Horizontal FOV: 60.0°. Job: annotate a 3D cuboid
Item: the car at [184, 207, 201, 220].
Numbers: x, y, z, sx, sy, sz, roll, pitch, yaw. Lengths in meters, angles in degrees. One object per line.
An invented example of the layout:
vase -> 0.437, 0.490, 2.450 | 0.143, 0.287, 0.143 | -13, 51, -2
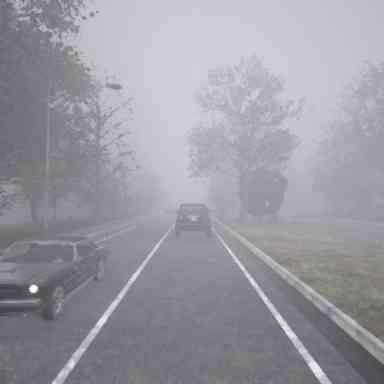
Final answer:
car -> 0.074, 2.675, 41.709 | 1.994, 1.385, 4.181 | 0, -1, 0

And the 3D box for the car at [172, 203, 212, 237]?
car -> 0.084, 1.697, 21.284 | 2.150, 2.045, 5.566 | 0, -1, 0

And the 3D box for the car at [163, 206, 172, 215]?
car -> -3.344, 2.899, 51.108 | 1.837, 1.490, 4.892 | 0, -2, 0

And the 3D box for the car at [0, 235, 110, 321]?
car -> -3.355, 1.728, 7.654 | 1.895, 1.301, 4.718 | 0, -1, 0
